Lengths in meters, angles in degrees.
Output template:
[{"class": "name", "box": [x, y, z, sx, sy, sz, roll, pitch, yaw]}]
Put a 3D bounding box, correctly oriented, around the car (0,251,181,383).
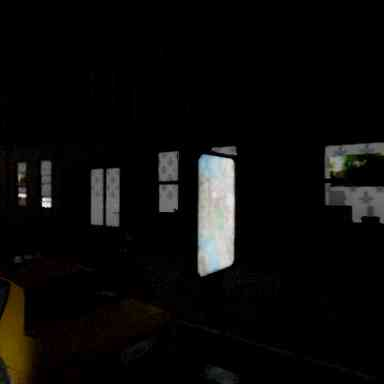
[{"class": "car", "box": [-2.407, 1.499, 4.590, 4.829, 1.417, 1.752, 0, 0, 35]}]
